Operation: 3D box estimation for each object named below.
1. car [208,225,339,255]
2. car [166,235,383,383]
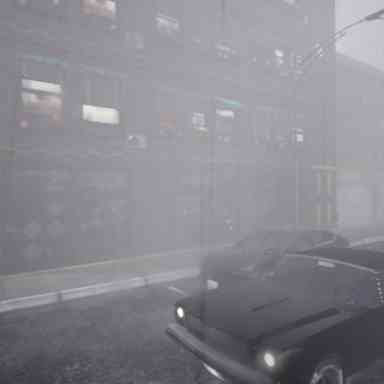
[{"bbox_3d":[2.196,1.528,8.136,4.313,1.339,1.947,0,0,-35],"label":"car"},{"bbox_3d":[2.018,1.575,4.812,4.718,1.301,1.895,0,0,-35],"label":"car"}]
